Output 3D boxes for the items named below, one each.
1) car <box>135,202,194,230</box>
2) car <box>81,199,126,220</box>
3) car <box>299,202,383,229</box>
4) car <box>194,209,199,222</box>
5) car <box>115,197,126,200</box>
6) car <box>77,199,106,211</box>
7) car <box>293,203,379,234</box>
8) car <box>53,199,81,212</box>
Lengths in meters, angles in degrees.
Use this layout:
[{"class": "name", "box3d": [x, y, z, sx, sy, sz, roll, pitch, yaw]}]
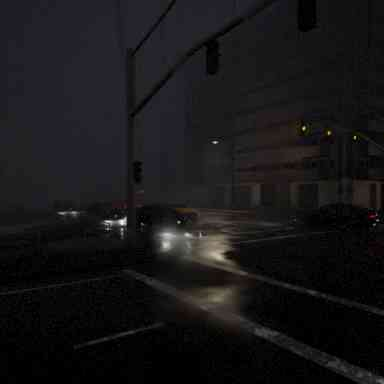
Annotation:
[{"class": "car", "box3d": [-2.190, 1.560, 21.743, 1.837, 1.490, 4.892, 0, 0, -36]}, {"class": "car", "box3d": [-7.831, 1.603, 29.682, 2.033, 1.411, 5.357, 0, 0, -35]}, {"class": "car", "box3d": [10.092, 1.525, 22.934, 1.882, 1.535, 5.008, 0, 0, -35]}, {"class": "car", "box3d": [-1.419, 1.533, 26.702, 1.882, 1.535, 5.008, 0, 0, -35]}, {"class": "car", "box3d": [-6.792, 1.407, 34.265, 2.097, 1.767, 4.553, 0, 0, -35]}, {"class": "car", "box3d": [-13.051, 1.603, 43.095, 2.033, 1.411, 5.357, 0, 0, -35]}, {"class": "car", "box3d": [8.220, 1.529, 19.526, 2.128, 1.511, 4.902, 0, 0, -35]}, {"class": "car", "box3d": [-15.551, 1.602, 40.565, 2.033, 1.411, 5.357, 0, 0, -35]}]
